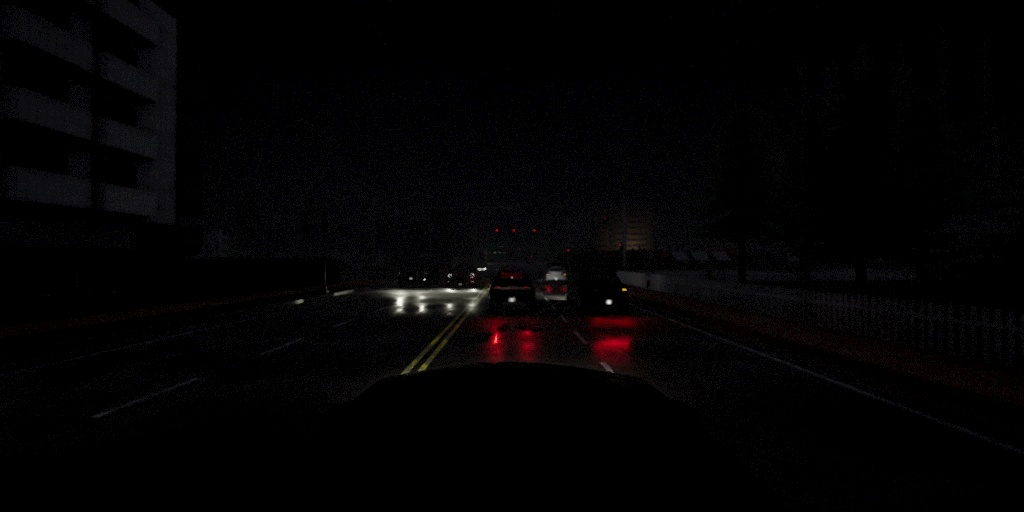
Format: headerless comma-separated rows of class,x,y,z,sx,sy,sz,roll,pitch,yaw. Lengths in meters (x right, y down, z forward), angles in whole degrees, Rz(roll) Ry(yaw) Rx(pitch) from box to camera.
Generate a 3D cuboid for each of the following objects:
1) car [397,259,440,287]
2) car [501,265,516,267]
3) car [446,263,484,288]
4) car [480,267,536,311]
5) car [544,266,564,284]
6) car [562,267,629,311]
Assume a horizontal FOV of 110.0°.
car,-7.021,1.262,27.703,2.150,2.045,5.566,0,-1,0
car,-0.341,1.550,31.055,1.882,1.535,5.008,0,0,-7
car,-3.532,1.377,26.833,2.097,1.767,4.553,0,-1,0
car,0.017,1.393,15.338,2.128,1.511,4.902,0,0,1
car,3.967,1.594,30.662,1.812,1.442,4.674,0,0,12
car,3.517,1.407,15.335,1.837,1.490,4.892,0,0,1
